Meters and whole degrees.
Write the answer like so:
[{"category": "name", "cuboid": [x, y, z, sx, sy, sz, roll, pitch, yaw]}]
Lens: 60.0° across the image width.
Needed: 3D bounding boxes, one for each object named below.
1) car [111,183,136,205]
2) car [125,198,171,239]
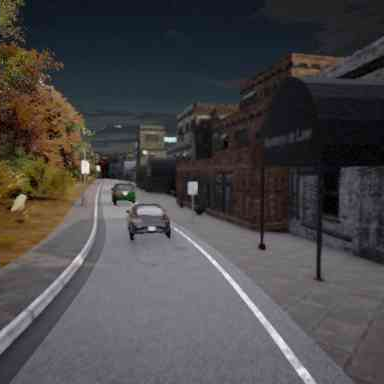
[{"category": "car", "cuboid": [-7.058, 0.128, 34.118, 2.150, 2.045, 5.566, -1, 3, -16]}, {"category": "car", "cuboid": [-2.154, 1.271, 15.983, 1.812, 1.442, 4.674, -1, 2, -12]}]
